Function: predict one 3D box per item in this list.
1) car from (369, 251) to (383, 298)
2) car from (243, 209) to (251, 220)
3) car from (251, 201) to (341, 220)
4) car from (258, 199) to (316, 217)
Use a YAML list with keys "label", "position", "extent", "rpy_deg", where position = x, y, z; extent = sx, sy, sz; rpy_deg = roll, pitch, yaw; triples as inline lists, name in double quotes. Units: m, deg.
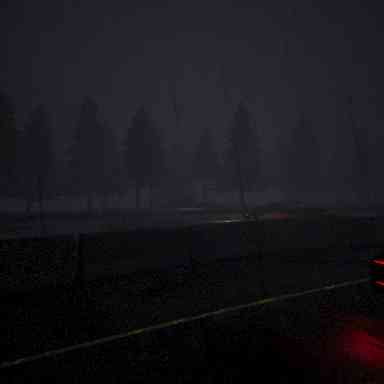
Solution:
- label: "car"
  position: [5.776, 1.504, 6.884]
  extent: [4.892, 1.490, 1.837]
  rpy_deg: [0, -1, -28]
- label: "car"
  position: [6.135, 1.564, 26.388]
  extent: [4.181, 1.385, 1.994]
  rpy_deg: [0, 0, -20]
- label: "car"
  position: [6.111, 1.477, 18.846]
  extent: [5.008, 1.535, 1.882]
  rpy_deg: [0, 0, -23]
- label: "car"
  position: [8.902, 1.477, 31.127]
  extent: [5.008, 1.535, 1.882]
  rpy_deg: [0, 0, -18]
